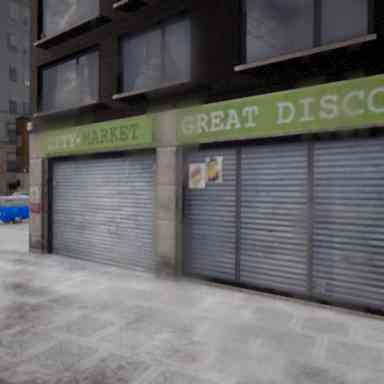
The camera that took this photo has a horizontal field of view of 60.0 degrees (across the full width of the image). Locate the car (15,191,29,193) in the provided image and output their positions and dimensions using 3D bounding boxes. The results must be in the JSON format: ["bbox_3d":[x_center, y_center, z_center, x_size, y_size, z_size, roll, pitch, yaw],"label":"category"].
[{"bbox_3d":[-14.008,0.926,27.991,2.150,2.045,5.566,1,1,37],"label":"car"}]

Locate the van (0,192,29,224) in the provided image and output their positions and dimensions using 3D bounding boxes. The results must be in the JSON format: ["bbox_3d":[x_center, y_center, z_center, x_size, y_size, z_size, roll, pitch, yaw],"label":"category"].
[{"bbox_3d":[-10.858,1.139,22.321,1.690,1.788,3.998,2,2,36],"label":"van"}]
